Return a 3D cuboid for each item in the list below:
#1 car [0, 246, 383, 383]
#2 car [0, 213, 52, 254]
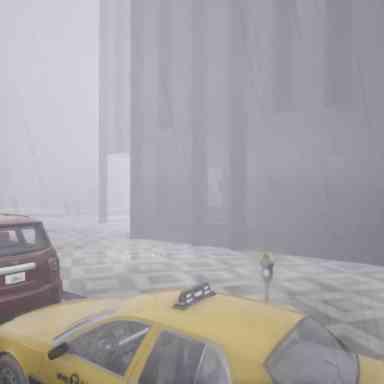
[{"bbox_3d":[-0.185,1.525,3.093,4.829,1.417,1.752,0,0,36],"label":"car"},{"bbox_3d":[-4.461,1.313,6.148,5.009,1.841,2.192,0,0,36],"label":"car"}]
